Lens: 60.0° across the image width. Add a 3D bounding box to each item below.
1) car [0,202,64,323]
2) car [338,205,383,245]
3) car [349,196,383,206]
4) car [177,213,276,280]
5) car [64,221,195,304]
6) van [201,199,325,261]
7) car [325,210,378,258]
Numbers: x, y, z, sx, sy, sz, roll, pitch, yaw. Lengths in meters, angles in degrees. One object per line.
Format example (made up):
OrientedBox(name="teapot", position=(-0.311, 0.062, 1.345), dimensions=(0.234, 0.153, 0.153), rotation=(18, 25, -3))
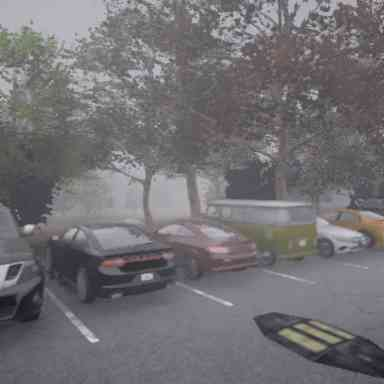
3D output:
OrientedBox(name="car", position=(-4.635, 1.228, 6.719), dimensions=(2.435, 2.045, 5.566), rotation=(0, 0, -36))
OrientedBox(name="car", position=(6.723, 1.503, 14.863), dimensions=(2.097, 1.535, 5.008), rotation=(0, 0, -36))
OrientedBox(name="car", position=(11.245, 1.261, 18.067), dimensions=(2.435, 2.045, 5.566), rotation=(0, 0, -36))
OrientedBox(name="car", position=(-0.040, 1.529, 10.034), dimensions=(2.002, 1.452, 4.674), rotation=(0, 0, -36))
OrientedBox(name="car", position=(-2.293, 1.484, 8.421), dimensions=(2.097, 1.535, 5.008), rotation=(0, 0, -36))
OrientedBox(name="van", position=(2.042, 1.268, 11.669), dimensions=(1.878, 1.987, 4.442), rotation=(0, 0, -36))
OrientedBox(name="car", position=(4.363, 1.538, 13.187), dimensions=(2.002, 1.452, 4.674), rotation=(0, 0, -36))
